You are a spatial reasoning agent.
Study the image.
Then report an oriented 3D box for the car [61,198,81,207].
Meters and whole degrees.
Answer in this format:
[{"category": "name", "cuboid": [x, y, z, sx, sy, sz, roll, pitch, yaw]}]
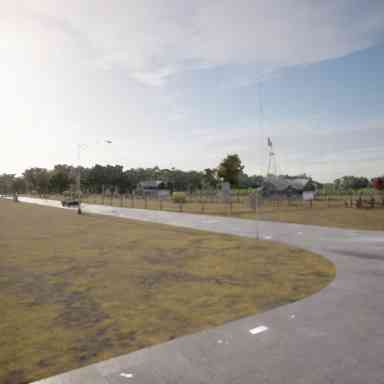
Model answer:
[{"category": "car", "cuboid": [-18.288, 1.558, 50.210, 1.895, 1.301, 4.718, -1, 1, -35]}]
